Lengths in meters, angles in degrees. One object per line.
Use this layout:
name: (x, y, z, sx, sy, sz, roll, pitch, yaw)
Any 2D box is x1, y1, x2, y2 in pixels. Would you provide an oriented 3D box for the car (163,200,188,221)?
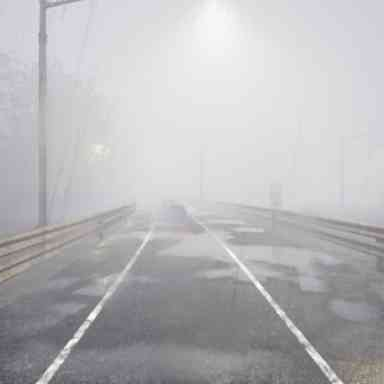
car: (-1.331, 1.658, 28.127, 1.812, 1.442, 4.674, 0, 0, -5)

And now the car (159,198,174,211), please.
car: (-3.276, 1.557, 44.629, 2.097, 1.767, 4.553, 0, 0, -8)
